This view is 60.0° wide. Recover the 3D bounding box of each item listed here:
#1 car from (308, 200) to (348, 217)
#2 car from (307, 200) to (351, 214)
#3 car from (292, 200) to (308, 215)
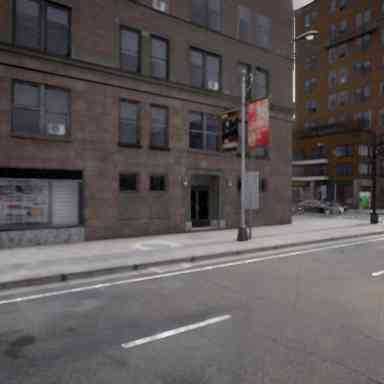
[{"bbox_3d":[12.430,1.538,32.661,2.128,1.511,4.902,0,0,-35],"label":"car"},{"bbox_3d":[15.505,1.643,37.820,1.947,1.339,4.313,0,0,-35],"label":"car"},{"bbox_3d":[8.950,1.471,33.192,1.967,1.590,4.097,0,0,-35],"label":"car"}]
